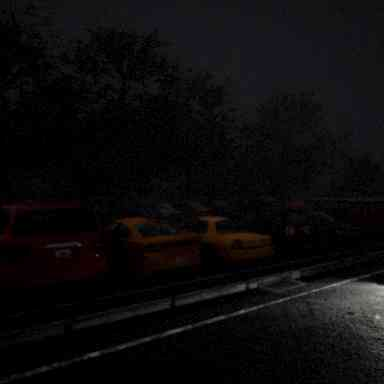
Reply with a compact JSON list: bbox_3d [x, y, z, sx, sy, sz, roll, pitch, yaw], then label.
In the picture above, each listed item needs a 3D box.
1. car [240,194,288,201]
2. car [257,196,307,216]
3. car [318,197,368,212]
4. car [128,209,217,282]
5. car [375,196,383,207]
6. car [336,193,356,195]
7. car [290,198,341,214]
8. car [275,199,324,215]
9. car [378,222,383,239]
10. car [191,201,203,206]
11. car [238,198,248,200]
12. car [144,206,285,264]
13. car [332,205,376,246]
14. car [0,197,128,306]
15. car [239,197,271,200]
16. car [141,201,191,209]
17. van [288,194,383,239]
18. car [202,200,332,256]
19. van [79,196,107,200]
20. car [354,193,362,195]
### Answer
[{"bbox_3d":[6.704,1.222,32.009,2.435,2.045,5.566,0,0,-35],"label":"car"},{"bbox_3d":[8.983,1.339,33.608,2.185,1.767,4.553,0,0,-35],"label":"car"},{"bbox_3d":[18.077,1.429,40.042,2.097,1.535,5.008,0,0,-35],"label":"car"},{"bbox_3d":[-1.708,1.518,10.140,2.097,1.535,5.008,0,0,-35],"label":"car"},{"bbox_3d":[29.490,1.404,48.020,2.163,1.488,4.792,0,0,-35],"label":"car"},{"bbox_3d":[15.819,1.313,38.410,2.185,1.767,4.553,0,0,-35],"label":"car"},{"bbox_3d":[13.526,1.448,36.832,2.097,1.535,5.008,0,0,-35],"label":"car"},{"bbox_3d":[11.243,1.497,35.237,2.002,1.452,4.674,0,0,-35],"label":"car"},{"bbox_3d":[7.456,1.532,8.999,5.357,1.411,2.033,0,0,-35],"label":"car"},{"bbox_3d":[-0.152,1.493,27.233,2.097,1.535,5.008,0,0,-35],"label":"car"},{"bbox_3d":[2.126,1.488,28.835,2.231,1.521,4.892,0,0,-35],"label":"car"},{"bbox_3d":[0.459,1.510,11.896,1.946,1.575,5.366,0,0,-35],"label":"car"},{"bbox_3d":[5.117,1.503,14.950,2.231,1.521,4.892,0,0,-35],"label":"car"},{"bbox_3d":[-4.005,1.273,8.566,2.435,2.045,5.566,0,0,-35],"label":"car"},{"bbox_3d":[4.391,1.510,30.453,2.163,1.488,4.792,0,0,-35],"label":"car"},{"bbox_3d":[-2.429,1.540,25.629,2.002,1.452,4.674,0,0,-35],"label":"car"},{"bbox_3d":[7.330,1.270,16.640,1.878,1.987,4.442,0,0,-35],"label":"van"},{"bbox_3d":[2.759,1.382,13.247,2.185,1.767,4.553,0,0,-35],"label":"car"},{"bbox_3d":[-6.918,1.285,22.329,1.878,1.987,4.442,0,0,-35],"label":"van"},{"bbox_3d":[20.375,1.168,41.617,2.435,2.045,5.566,0,0,-35],"label":"car"}]
